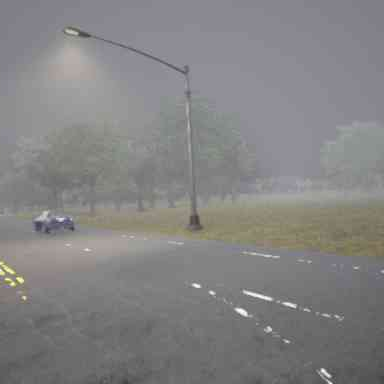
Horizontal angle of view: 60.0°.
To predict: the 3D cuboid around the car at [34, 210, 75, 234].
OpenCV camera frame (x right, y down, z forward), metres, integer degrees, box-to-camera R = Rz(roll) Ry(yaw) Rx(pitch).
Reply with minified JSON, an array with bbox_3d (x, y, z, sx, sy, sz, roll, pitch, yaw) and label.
[{"bbox_3d":[-10.853,2.191,25.996,2.097,1.767,4.553,-2,-1,-37],"label":"car"}]
